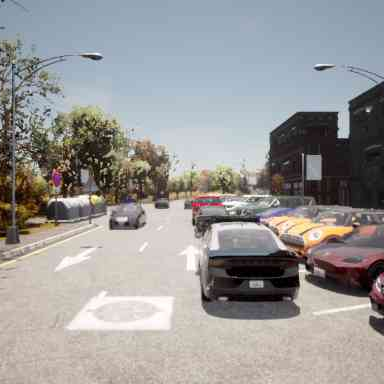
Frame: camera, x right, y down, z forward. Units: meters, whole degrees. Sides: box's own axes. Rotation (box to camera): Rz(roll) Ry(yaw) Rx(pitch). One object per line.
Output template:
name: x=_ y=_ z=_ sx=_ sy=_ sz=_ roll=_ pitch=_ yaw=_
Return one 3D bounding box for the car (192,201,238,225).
car: x=1.108 y=1.491 z=18.359 sx=1.882 sy=1.535 sz=5.008 roll=0 pitch=0 yaw=0

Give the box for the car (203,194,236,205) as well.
car: x=5.171 y=1.391 z=62.734 sx=5.566 sy=2.045 sz=2.435 roll=1 pitch=0 yaw=-20

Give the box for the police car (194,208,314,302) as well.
police car: x=1.133 y=1.428 z=8.469 sx=1.930 sy=1.638 sz=5.238 roll=0 pitch=0 yaw=0

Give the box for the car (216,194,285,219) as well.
car: x=5.225 y=1.271 z=29.661 sx=5.566 sy=2.045 sz=2.435 roll=1 pitch=0 yaw=-20

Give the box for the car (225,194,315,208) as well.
car: x=5.247 y=1.251 z=20.644 sx=5.566 sy=2.045 sz=2.435 roll=1 pitch=0 yaw=-20

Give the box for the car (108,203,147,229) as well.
car: x=-4.099 y=1.511 z=21.718 sx=2.128 sy=1.511 sz=4.902 roll=0 pitch=0 yaw=0

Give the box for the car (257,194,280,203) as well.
car: x=18.074 y=1.464 z=78.777 sx=2.435 sy=2.045 sz=5.566 roll=0 pitch=0 yaw=-22

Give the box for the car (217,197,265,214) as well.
car: x=5.209 y=1.414 z=35.675 sx=4.553 sy=1.767 sz=2.185 roll=1 pitch=0 yaw=-20

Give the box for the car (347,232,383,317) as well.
car: x=5.289 y=1.527 z=5.656 sx=4.674 sy=1.452 sz=2.002 roll=1 pitch=0 yaw=-20

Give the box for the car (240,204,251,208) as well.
car: x=5.257 y=1.538 z=17.666 sx=4.674 sy=1.452 sz=2.002 roll=1 pitch=0 yaw=-20

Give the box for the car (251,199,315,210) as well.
car: x=5.298 y=1.369 z=14.669 sx=4.553 sy=1.767 sz=2.185 roll=1 pitch=0 yaw=-20

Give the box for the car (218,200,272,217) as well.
car: x=5.219 y=1.560 z=32.660 sx=4.792 sy=1.488 sz=2.163 roll=1 pitch=0 yaw=-20

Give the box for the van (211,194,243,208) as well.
van: x=5.318 y=1.371 z=50.742 sx=4.442 sy=1.987 sz=1.878 roll=1 pitch=-1 yaw=-20

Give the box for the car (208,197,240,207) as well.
car: x=5.200 y=1.647 z=53.698 sx=4.674 sy=1.452 sz=2.002 roll=1 pitch=0 yaw=-20

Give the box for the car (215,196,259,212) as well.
car: x=5.205 y=1.424 z=38.676 sx=4.553 sy=1.767 sz=2.185 roll=1 pitch=0 yaw=-20

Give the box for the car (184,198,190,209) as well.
car: x=-0.129 y=1.587 z=46.917 sx=2.128 sy=1.511 sz=4.902 roll=0 pitch=0 yaw=0

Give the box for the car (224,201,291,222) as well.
car: x=5.222 y=1.545 z=26.659 sx=4.792 sy=1.488 sz=2.163 roll=1 pitch=0 yaw=-20

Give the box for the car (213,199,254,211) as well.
car: x=5.232 y=1.601 z=41.684 sx=4.674 sy=1.452 sz=2.002 roll=1 pitch=0 yaw=-20

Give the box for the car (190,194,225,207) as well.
car: x=1.097 y=1.250 z=24.390 sx=2.150 sy=2.045 sz=5.566 roll=0 pitch=0 yaw=0

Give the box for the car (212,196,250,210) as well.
car: x=5.259 y=1.447 z=44.693 sx=4.553 sy=1.767 sz=2.185 roll=1 pitch=0 yaw=-20

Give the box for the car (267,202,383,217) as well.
car: x=5.303 y=1.366 z=11.668 sx=4.553 sy=1.767 sz=2.185 roll=1 pitch=0 yaw=-20

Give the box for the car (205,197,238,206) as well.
car: x=5.006 y=1.613 z=56.639 sx=5.366 sy=1.575 sz=1.946 roll=1 pitch=0 yaw=-20

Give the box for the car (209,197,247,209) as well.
car: x=5.209 y=1.583 z=47.696 sx=5.008 sy=1.535 sz=2.097 roll=1 pitch=-1 yaw=-20

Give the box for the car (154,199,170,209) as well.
car: x=-4.191 y=1.695 z=46.727 sx=1.895 sy=1.301 sz=4.718 roll=0 pitch=0 yaw=0

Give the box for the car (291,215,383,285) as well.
car: x=5.250 y=1.518 z=8.648 sx=4.792 sy=1.488 sz=2.163 roll=1 pitch=0 yaw=-20
